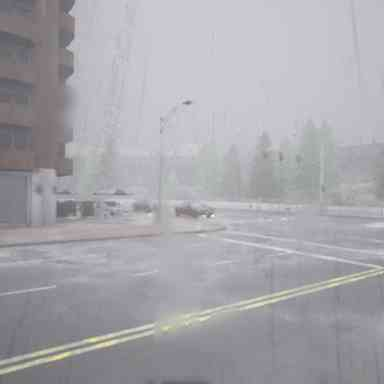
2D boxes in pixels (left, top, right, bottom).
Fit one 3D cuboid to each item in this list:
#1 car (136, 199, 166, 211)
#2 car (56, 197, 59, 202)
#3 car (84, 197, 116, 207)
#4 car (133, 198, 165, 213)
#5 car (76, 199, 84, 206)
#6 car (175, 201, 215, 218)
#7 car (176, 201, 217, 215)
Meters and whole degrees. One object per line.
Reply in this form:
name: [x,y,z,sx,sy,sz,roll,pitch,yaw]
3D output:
car: [-5.739,1.735,45.831,1.812,1.442,4.674,1,0,-42]
car: [-27.701,1.462,63.045,4.553,1.767,2.097,1,0,0]
car: [-12.819,1.507,47.919,4.553,1.767,2.097,0,-1,34]
car: [-5.104,1.522,39.370,2.097,1.767,4.553,1,-1,-37]
car: [-17.715,1.751,54.543,4.718,1.301,1.895,0,0,20]
car: [0.050,1.698,32.299,1.812,1.442,4.674,1,0,-36]
car: [0.403,1.762,37.881,2.033,1.411,5.357,1,0,-34]
